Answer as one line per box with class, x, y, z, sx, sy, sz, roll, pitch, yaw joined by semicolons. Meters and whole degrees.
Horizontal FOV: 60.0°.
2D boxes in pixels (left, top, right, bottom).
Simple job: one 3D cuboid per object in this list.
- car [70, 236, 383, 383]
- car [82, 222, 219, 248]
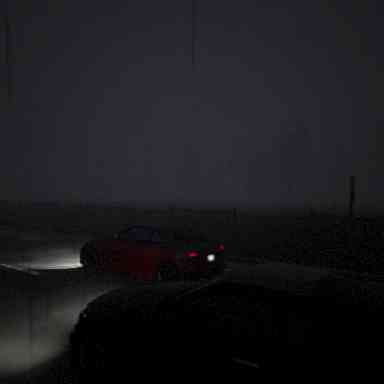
car;0.706;1.520;3.488;4.674;1.442;1.812;0;0;35
car;-1.171;1.538;9.127;4.181;1.385;1.994;0;0;35
